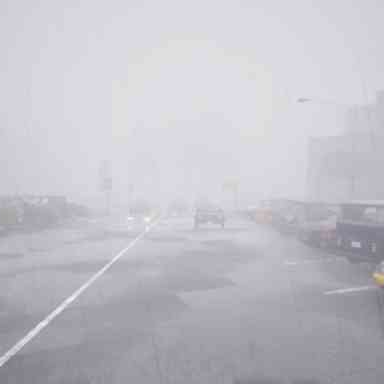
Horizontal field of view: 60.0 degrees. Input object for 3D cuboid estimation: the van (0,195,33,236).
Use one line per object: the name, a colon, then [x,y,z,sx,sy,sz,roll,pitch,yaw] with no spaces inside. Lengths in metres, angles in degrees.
van: [-10.806,1.201,16.865,4.442,1.987,1.878,-1,0,-18]

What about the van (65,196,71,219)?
van: [-10.854,1.179,22.780,4.442,1.987,1.878,-1,1,-18]

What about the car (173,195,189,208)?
car: [-1.396,1.228,43.950,1.895,1.301,4.718,0,2,1]

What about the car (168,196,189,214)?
car: [-1.378,1.344,33.053,2.128,1.511,4.902,0,0,0]

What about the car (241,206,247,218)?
car: [6.304,1.386,24.524,4.792,1.488,2.163,1,1,-20]

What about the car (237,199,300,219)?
car: [6.313,1.383,27.487,4.674,1.452,2.002,1,1,-20]

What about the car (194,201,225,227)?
car: [1.114,1.502,21.832,1.895,1.301,4.718,0,0,2]

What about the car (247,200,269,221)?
car: [6.320,1.244,21.579,4.553,1.767,2.185,1,0,-20]

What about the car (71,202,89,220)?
car: [-10.651,1.390,25.817,5.008,1.535,2.097,-1,0,-18]

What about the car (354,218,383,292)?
car: [6.234,1.433,6.792,5.366,1.575,1.946,1,1,-20]

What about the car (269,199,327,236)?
car: [6.350,1.272,15.679,4.553,1.767,2.185,1,0,-20]

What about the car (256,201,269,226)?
car: [6.391,1.414,18.649,4.792,1.488,2.163,1,0,-20]

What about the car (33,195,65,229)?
car: [-10.804,1.164,19.835,5.566,2.045,2.435,-1,0,-18]

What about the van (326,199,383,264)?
van: [6.515,1.200,9.833,4.442,1.987,1.878,1,0,-20]

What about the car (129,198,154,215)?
car: [-4.729,1.340,31.617,1.882,1.535,5.008,0,0,1]

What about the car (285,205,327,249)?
car: [6.398,1.411,12.735,5.008,1.535,2.097,1,1,-20]

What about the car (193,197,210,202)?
car: [1.119,1.279,38.616,2.128,1.511,4.902,0,1,-1]
